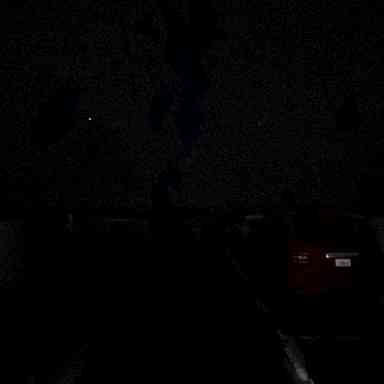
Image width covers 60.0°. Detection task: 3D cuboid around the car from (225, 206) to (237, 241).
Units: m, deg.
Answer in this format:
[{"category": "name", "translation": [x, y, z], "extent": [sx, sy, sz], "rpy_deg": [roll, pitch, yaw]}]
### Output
[{"category": "car", "translation": [2.633, 1.525, 13.902], "extent": [1.752, 1.417, 4.829], "rpy_deg": [0, 0, 0]}]

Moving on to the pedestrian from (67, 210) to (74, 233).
[{"category": "pedestrian", "translation": [-6.223, 1.466, 17.099], "extent": [0.375, 1.300, 0.375], "rpy_deg": [0, 0, 0]}]

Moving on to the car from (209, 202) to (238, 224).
[{"category": "car", "translation": [3.656, 1.443, 23.857], "extent": [4.902, 1.511, 2.128], "rpy_deg": [-1, 0, 0]}]

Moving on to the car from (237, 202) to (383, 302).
[{"category": "car", "translation": [2.634, 1.315, 8.186], "extent": [2.192, 1.841, 5.009], "rpy_deg": [0, 0, 0]}]

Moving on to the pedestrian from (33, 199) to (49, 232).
[{"category": "pedestrian", "translation": [-8.030, 1.213, 17.683], "extent": [0.375, 1.860, 0.375], "rpy_deg": [0, 0, 0]}]

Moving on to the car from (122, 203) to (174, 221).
[{"category": "car", "translation": [-3.538, 1.576, 26.854], "extent": [4.181, 1.385, 1.994], "rpy_deg": [-1, 0, 0]}]
